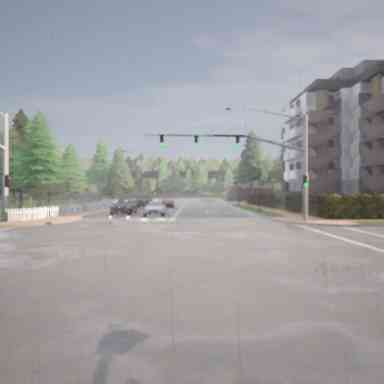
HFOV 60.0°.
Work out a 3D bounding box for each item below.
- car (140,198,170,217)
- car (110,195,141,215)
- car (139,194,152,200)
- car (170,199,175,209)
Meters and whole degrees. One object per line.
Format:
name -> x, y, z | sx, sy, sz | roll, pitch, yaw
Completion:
car -> -3.463, 1.578, 31.905 | 1.812, 1.442, 4.674 | 0, 0, 0
car -> -6.951, 1.411, 34.249 | 2.097, 1.767, 4.553 | 0, 0, 0
car -> -6.870, 1.301, 47.538 | 2.150, 2.045, 5.566 | 0, 0, 1
car -> -3.391, 1.673, 45.907 | 1.895, 1.301, 4.718 | 0, 0, 0
